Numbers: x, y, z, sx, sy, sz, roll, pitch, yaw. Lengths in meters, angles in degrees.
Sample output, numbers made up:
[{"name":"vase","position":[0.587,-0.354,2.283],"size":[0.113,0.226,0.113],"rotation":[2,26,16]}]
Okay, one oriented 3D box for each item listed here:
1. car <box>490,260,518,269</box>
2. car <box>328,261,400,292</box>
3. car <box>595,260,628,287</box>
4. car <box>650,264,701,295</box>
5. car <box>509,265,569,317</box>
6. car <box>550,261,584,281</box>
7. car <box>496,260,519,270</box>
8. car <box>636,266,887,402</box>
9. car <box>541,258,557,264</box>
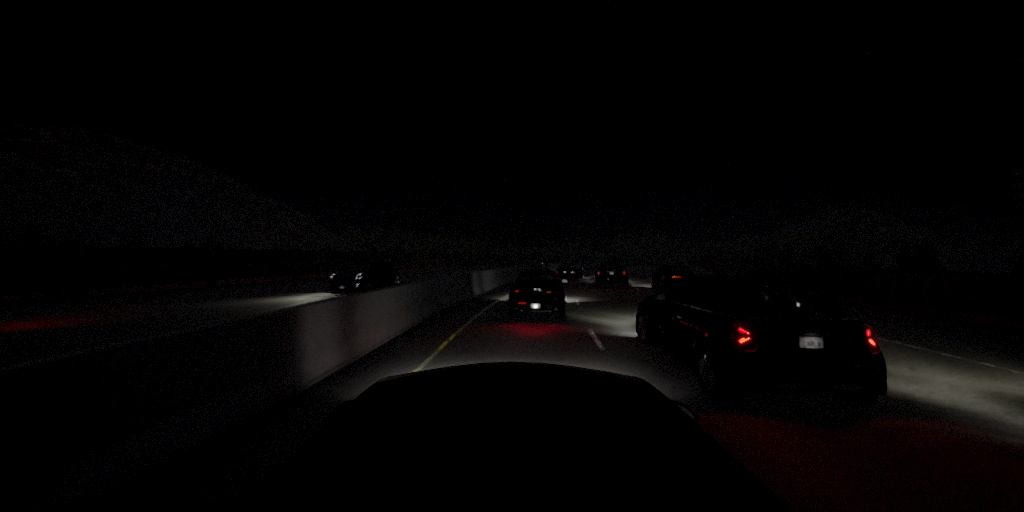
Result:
[{"name":"car","position":[-0.576,1.368,36.621],"size":[1.895,1.301,4.718],"rotation":[0,0,21]},{"name":"car","position":[-8.535,1.082,21.054],"size":[2.097,1.767,4.553],"rotation":[0,0,11]},{"name":"car","position":[6.908,1.139,24.972],"size":[2.097,1.767,4.553],"rotation":[0,0,15]},{"name":"car","position":[9.554,1.299,21.363],"size":[1.837,1.490,4.892],"rotation":[0,0,13]},{"name":"car","position":[0.987,1.265,13.262],"size":[1.837,1.490,4.892],"rotation":[0,0,6]},{"name":"car","position":[5.028,1.331,31.091],"size":[2.033,1.411,5.357],"rotation":[0,0,19]},{"name":"car","position":[-0.625,1.302,54.673],"size":[1.812,1.442,4.674],"rotation":[0,0,24]},{"name":"car","position":[3.901,1.119,6.663],"size":[2.097,1.767,4.553],"rotation":[0,0,3]},{"name":"car","position":[6.640,1.212,62.596],"size":[2.097,1.767,4.553],"rotation":[0,0,23]}]
